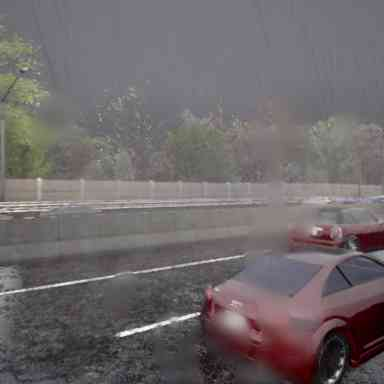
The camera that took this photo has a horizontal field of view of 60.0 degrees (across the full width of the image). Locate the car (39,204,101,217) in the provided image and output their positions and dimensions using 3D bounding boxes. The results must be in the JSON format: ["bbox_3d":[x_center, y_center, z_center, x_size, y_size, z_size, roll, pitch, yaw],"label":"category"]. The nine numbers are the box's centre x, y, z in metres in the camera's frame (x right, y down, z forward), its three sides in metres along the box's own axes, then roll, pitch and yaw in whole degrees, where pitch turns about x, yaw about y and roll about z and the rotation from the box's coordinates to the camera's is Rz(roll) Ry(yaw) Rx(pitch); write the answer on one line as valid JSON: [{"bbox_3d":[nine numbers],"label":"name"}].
[{"bbox_3d":[-8.608,1.547,23.643,4.181,1.385,1.994,0,0,-35],"label":"car"}]

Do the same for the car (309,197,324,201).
[{"bbox_3d":[17.667,1.443,46.638,4.674,1.442,1.812,0,0,-35],"label":"car"}]

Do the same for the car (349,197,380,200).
[{"bbox_3d":[22.028,1.394,41.154,5.008,1.535,1.882,0,0,-35],"label":"car"}]

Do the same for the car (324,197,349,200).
[{"bbox_3d":[20.010,1.442,44.012,4.674,1.442,1.812,0,0,-35],"label":"car"}]

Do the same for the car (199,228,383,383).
[{"bbox_3d":[2.175,1.552,5.296,4.181,1.385,1.994,0,0,-35],"label":"car"}]

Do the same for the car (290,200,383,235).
[{"bbox_3d":[5.668,1.323,12.082,4.553,1.767,2.097,0,0,-35],"label":"car"}]

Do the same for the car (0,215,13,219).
[{"bbox_3d":[-10.167,1.493,13.937,4.902,1.511,2.128,0,0,-35],"label":"car"}]
